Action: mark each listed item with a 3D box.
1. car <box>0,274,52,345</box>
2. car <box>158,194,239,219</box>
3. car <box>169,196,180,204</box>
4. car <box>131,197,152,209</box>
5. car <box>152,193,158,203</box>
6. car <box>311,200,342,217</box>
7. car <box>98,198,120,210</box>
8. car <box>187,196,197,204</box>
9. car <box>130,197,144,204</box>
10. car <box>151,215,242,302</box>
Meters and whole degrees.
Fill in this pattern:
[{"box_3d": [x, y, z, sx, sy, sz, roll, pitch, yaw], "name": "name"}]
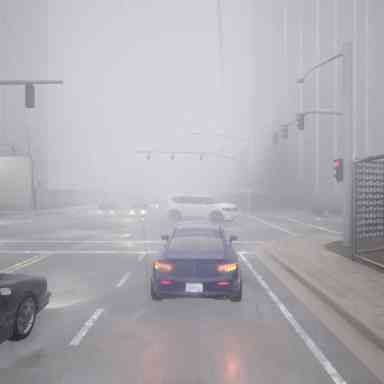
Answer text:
[{"box_3d": [-3.443, 1.547, 3.464, 2.033, 1.411, 5.357, 0, 0, 1], "name": "car"}, {"box_3d": [0.611, 1.197, 24.159, 5.566, 2.045, 2.150, 0, 1, 28], "name": "car"}, {"box_3d": [-3.480, 1.547, 66.915, 2.033, 1.411, 5.357, 0, 0, 0], "name": "car"}, {"box_3d": [-7.085, 1.601, 45.501, 1.895, 1.301, 4.718, 0, 0, 0], "name": "car"}, {"box_3d": [-7.014, 1.492, 63.941, 2.128, 1.511, 4.902, 0, 0, 0], "name": "car"}, {"box_3d": [13.275, 1.422, 29.741, 5.008, 1.535, 1.882, 0, 0, 0], "name": "car"}, {"box_3d": [-10.587, 1.527, 42.689, 1.812, 1.442, 4.674, 0, 1, 0], "name": "car"}, {"box_3d": [0.020, 1.547, 66.914, 2.033, 1.411, 5.357, 0, 0, 0], "name": "car"}, {"box_3d": [-10.512, 1.601, 64.175, 1.895, 1.301, 4.718, 0, 0, 1], "name": "car"}, {"box_3d": [0.160, 1.526, 8.182, 1.812, 1.442, 4.674, 0, 0, 3], "name": "car"}]
